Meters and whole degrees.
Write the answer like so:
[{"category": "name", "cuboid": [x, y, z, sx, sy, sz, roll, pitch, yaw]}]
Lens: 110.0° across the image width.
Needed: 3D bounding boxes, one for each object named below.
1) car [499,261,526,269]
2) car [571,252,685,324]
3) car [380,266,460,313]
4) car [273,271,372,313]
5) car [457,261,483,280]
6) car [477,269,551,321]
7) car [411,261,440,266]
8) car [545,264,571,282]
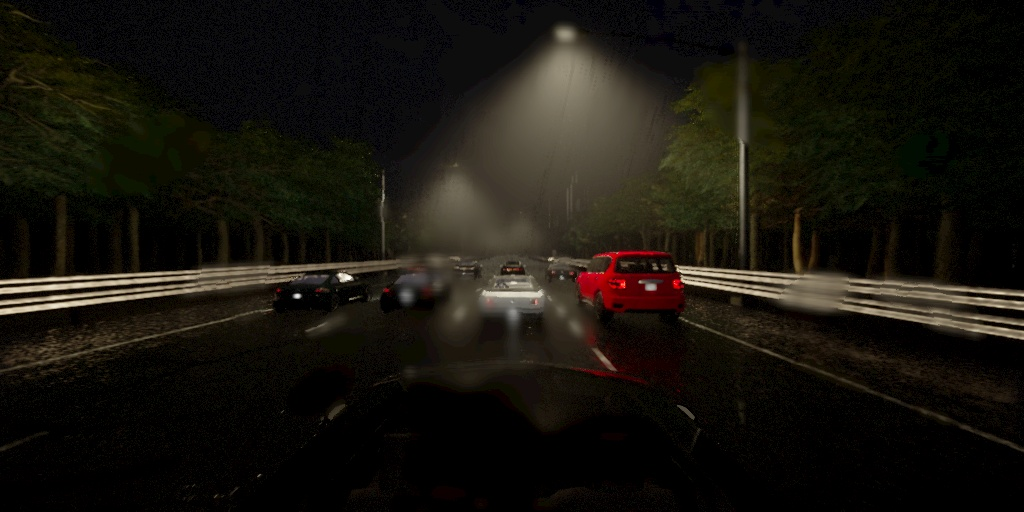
[{"category": "car", "cuboid": [0.072, 1.129, 28.652, 1.837, 1.490, 4.892, 0, 1, 0]}, {"category": "car", "cuboid": [3.562, 0.916, 11.818, 2.150, 2.045, 5.566, 0, -1, 0]}, {"category": "car", "cuboid": [-3.427, 1.255, 13.698, 1.994, 1.385, 4.181, 0, 0, 0]}, {"category": "car", "cuboid": [-6.930, 1.255, 13.600, 1.994, 1.385, 4.181, 0, 0, 0]}, {"category": "car", "cuboid": [-3.428, 1.115, 28.605, 2.128, 1.511, 4.902, 0, 0, 0]}, {"category": "car", "cuboid": [0.064, 1.300, 12.184, 1.895, 1.301, 4.718, 0, 0, 0]}, {"category": "car", "cuboid": [-6.928, 1.129, 28.648, 1.837, 1.490, 4.892, 0, 1, 0]}, {"category": "car", "cuboid": [3.563, 1.230, 27.170, 1.895, 1.301, 4.718, 0, 0, 0]}]
